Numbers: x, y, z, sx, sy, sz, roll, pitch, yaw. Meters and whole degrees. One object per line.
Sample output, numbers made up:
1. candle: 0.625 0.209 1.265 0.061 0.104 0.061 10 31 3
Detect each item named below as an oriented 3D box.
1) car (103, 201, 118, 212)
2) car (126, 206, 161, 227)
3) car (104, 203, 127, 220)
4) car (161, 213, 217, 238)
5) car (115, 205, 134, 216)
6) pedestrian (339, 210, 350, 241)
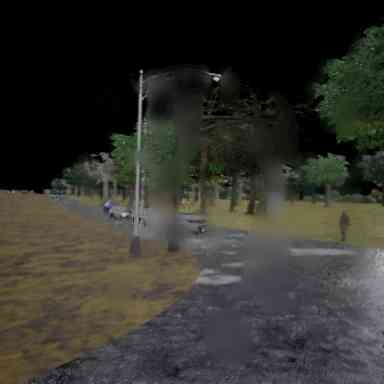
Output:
1. car: -15.149 2.802 62.344 2.150 2.045 5.566 3 -2 -25
2. car: -3.895 2.227 29.202 2.128 1.511 4.902 3 -2 -25
3. car: -8.578 2.472 39.339 2.128 1.511 4.902 3 -2 -25
4. car: -0.117 2.078 21.045 1.994 1.385 4.181 3 -3 -24
5. car: -10.774 2.896 52.864 1.837 1.490 4.892 3 -2 -25
6. pedestrian: 8.923 1.959 19.619 0.375 1.860 0.375 2 -1 -25
